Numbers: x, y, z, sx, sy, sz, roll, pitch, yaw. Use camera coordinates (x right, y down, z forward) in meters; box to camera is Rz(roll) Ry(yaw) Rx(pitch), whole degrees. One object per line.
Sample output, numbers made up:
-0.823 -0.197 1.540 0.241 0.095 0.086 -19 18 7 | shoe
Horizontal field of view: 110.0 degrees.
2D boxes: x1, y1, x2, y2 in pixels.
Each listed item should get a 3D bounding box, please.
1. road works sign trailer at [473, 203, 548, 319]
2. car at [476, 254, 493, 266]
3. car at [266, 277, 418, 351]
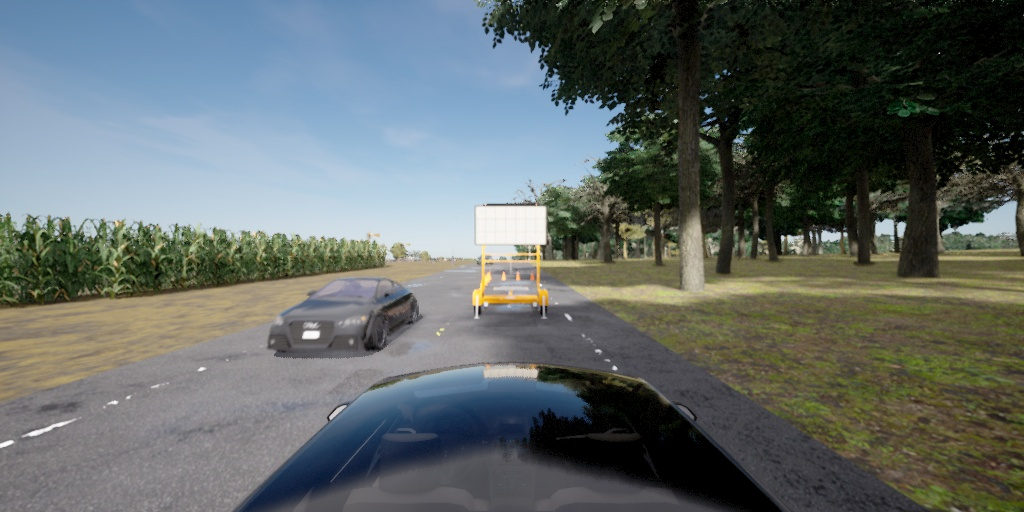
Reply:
-0.038 0.049 12.033 2.380 3.560 2.880 0 0 0 | road works sign trailer
-3.766 0.465 50.187 2.097 1.767 4.553 0 0 0 | car
-3.623 1.203 8.453 1.994 1.385 4.181 0 1 0 | car
